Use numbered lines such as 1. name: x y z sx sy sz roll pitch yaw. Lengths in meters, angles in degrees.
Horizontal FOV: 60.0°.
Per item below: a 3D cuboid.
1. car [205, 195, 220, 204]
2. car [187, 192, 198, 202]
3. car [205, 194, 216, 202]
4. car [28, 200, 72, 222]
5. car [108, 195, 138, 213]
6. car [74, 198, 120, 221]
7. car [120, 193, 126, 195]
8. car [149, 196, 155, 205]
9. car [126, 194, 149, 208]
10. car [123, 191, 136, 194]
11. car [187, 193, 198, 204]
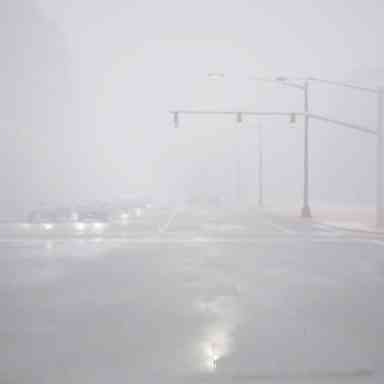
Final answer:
1. car: 3.515 1.190 54.443 1.837 1.490 4.892 0 0 0
2. car: 0.019 0.971 65.899 2.097 1.767 4.553 0 0 0
3. car: 3.518 1.189 64.861 1.994 1.385 4.181 0 0 0
4. car: -10.586 1.380 25.177 1.812 1.442 4.674 0 0 0
5. car: -7.078 1.330 33.889 1.812 1.442 4.674 0 0 0
6. car: -7.086 1.419 25.145 1.994 1.385 4.181 0 0 0
7. car: -10.578 1.289 44.841 2.033 1.411 5.357 0 0 0
8. car: -7.050 1.260 52.617 1.994 1.385 4.181 0 0 0
9. car: -7.076 1.318 42.640 1.994 1.385 4.181 0 0 0
10. car: -10.530 0.903 55.182 2.150 2.045 5.566 0 0 0
11. car: 0.114 1.169 55.721 2.128 1.511 4.902 0 0 0
